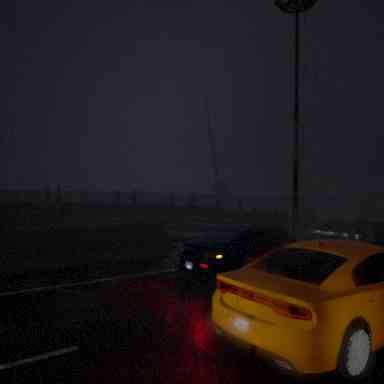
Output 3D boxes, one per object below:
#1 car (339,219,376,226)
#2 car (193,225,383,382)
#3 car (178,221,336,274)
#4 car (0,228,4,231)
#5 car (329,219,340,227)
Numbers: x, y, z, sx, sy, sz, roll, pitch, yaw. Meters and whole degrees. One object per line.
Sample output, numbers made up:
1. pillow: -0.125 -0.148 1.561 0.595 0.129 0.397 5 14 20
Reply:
1. car: 17.471 3.646 33.527 4.902 1.511 2.128 9 -5 -35
2. car: 2.640 1.556 5.630 5.008 1.535 1.882 1 -1 -35
3. car: 1.805 1.630 9.333 4.674 1.442 1.812 1 -1 -35
4. car: -8.416 1.555 10.879 4.181 1.385 1.994 1 -1 -35
5. car: 16.172 3.753 36.901 5.008 1.535 1.882 10 -6 -35
